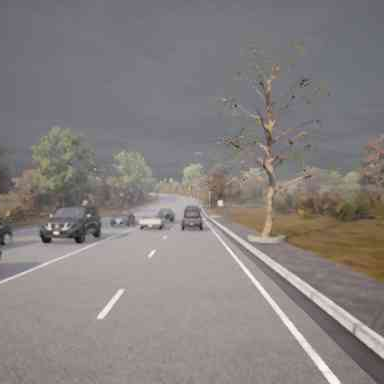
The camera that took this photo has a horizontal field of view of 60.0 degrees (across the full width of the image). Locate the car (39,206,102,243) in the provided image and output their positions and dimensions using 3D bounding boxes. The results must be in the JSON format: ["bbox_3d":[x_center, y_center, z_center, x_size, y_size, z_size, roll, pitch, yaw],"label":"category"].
[{"bbox_3d":[-7.083,1.873,20.136,2.150,2.045,5.566,0,-2,0],"label":"car"}]

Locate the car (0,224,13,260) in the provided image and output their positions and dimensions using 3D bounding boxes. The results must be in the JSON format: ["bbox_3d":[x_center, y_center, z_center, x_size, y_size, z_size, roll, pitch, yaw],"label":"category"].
[{"bbox_3d":[-7.085,1.761,8.484,2.033,1.411,5.357,0,-2,0],"label":"car"}]

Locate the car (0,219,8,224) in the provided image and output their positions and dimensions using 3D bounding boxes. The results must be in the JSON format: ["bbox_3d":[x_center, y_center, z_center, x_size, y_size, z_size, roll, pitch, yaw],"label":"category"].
[{"bbox_3d":[-10.582,2.002,16.066,1.837,1.490,4.892,0,-2,0],"label":"car"}]

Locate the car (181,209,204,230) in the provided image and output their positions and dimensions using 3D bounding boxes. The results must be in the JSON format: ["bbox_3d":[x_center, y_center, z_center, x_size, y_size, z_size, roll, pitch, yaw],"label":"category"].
[{"bbox_3d":[0.012,2.508,29.451,2.128,1.511,4.902,0,-2,0],"label":"car"}]

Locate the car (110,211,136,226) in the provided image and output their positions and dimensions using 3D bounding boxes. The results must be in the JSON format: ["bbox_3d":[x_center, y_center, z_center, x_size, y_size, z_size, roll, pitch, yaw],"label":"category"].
[{"bbox_3d":[-7.002,2.690,34.120,2.128,1.511,4.902,0,-2,0],"label":"car"}]

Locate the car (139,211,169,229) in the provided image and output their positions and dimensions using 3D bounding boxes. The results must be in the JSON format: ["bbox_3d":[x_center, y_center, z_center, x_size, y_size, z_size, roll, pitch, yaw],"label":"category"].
[{"bbox_3d":[-3.485,2.641,30.087,1.895,1.301,4.718,0,-2,0],"label":"car"}]

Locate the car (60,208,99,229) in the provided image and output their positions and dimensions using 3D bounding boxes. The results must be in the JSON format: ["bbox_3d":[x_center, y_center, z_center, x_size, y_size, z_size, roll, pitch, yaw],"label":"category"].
[{"bbox_3d":[-10.510,2.446,31.513,2.097,1.767,4.553,0,-2,0],"label":"car"}]

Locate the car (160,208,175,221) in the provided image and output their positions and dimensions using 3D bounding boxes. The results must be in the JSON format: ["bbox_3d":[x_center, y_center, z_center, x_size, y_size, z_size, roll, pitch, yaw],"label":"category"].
[{"bbox_3d":[-3.444,2.945,44.384,2.097,1.767,4.553,0,-2,0],"label":"car"}]

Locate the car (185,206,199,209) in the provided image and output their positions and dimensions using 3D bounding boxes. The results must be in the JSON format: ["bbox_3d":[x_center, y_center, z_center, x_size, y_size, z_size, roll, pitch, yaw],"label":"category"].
[{"bbox_3d":[0.052,2.799,43.923,2.150,2.045,5.566,0,-2,1],"label":"car"}]
